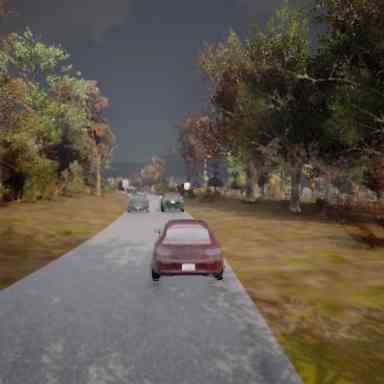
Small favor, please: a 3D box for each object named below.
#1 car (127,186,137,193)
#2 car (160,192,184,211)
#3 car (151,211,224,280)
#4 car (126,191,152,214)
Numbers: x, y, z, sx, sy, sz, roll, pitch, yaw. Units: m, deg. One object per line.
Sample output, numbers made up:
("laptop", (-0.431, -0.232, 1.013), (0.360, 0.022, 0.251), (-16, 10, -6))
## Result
("car", (-12.666, -0.415, 70.021), (1.882, 1.535, 5.008), (1, 1, -15))
("car", (-1.945, 0.830, 31.489), (2.097, 1.767, 4.553), (1, 2, -7))
("car", (-0.171, 1.529, 9.865), (1.812, 1.442, 4.674), (0, 0, -2))
("car", (-4.637, 1.003, 29.293), (1.837, 1.490, 4.892), (1, 2, -7))
